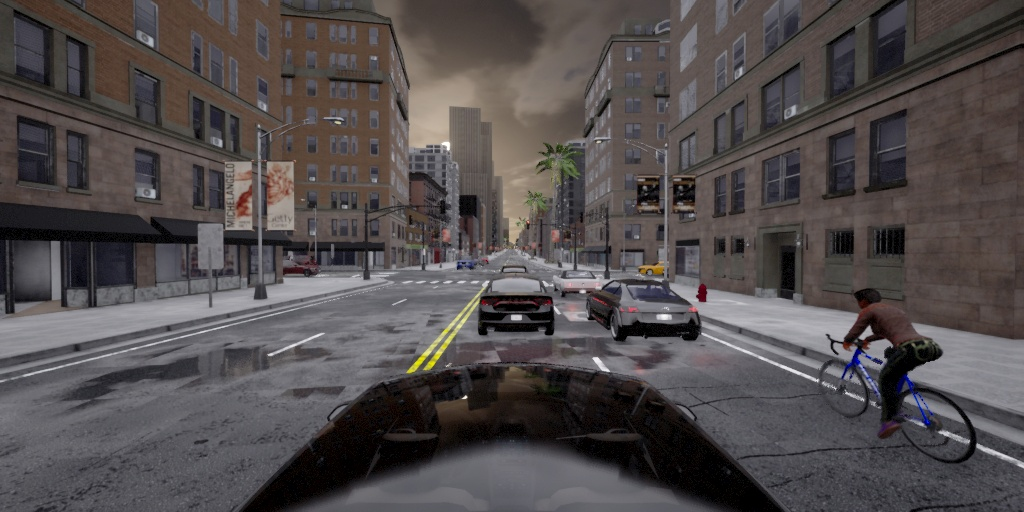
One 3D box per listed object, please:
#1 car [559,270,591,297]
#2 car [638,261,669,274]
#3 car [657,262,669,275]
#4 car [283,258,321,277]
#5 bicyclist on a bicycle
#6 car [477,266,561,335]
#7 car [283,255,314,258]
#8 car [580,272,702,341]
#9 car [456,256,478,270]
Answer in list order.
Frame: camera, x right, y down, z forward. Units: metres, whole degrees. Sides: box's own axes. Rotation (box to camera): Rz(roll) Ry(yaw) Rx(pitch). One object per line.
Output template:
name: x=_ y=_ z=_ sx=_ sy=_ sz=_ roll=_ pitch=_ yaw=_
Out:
car: x=3.263 y=1.346 z=18.701 sx=1.895 sy=1.301 sz=4.718 roll=0 pitch=0 yaw=0
car: x=16.351 y=1.336 z=39.228 sx=5.008 sy=1.535 sz=1.882 roll=0 pitch=1 yaw=0
car: x=16.231 y=1.509 z=33.285 sx=4.313 sy=1.339 sz=1.948 roll=0 pitch=0 yaw=0
car: x=-20.430 y=1.144 z=33.482 sx=4.674 sy=1.442 sz=1.812 roll=0 pitch=1 yaw=-9
bicyclist on a bicycle: x=4.147 y=1.202 z=4.024 sx=0.582 sy=1.620 sz=1.656 roll=0 pitch=0 yaw=0
car: x=0.106 y=1.225 z=10.492 sx=1.882 sy=1.535 sz=5.008 roll=0 pitch=0 yaw=0
car: x=-23.867 y=0.831 z=38.808 sx=5.009 sy=1.841 sz=2.192 roll=0 pitch=0 yaw=-9
car: x=3.344 y=1.312 z=9.887 sx=1.994 sy=1.385 sz=4.181 roll=0 pitch=0 yaw=0
car: x=-6.553 y=0.960 z=51.184 sx=2.150 sy=2.045 sz=5.566 roll=0 pitch=0 yaw=0
